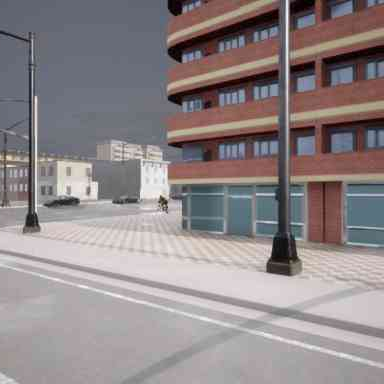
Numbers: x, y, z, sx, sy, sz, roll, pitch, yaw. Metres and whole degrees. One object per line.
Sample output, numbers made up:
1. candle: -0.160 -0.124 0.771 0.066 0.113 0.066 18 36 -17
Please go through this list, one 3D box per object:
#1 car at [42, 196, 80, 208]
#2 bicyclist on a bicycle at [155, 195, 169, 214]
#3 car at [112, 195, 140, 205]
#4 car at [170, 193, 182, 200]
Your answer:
1. car: -17.004 1.241 43.401 2.128 1.511 4.902 0 1 37
2. bicyclist on a bicycle: -2.613 1.094 29.256 1.656 1.620 0.582 0 1 37
3. car: -9.414 1.174 47.732 1.994 1.385 4.181 0 1 37
4. car: -1.848 0.853 63.629 2.033 1.411 5.357 0 1 37
